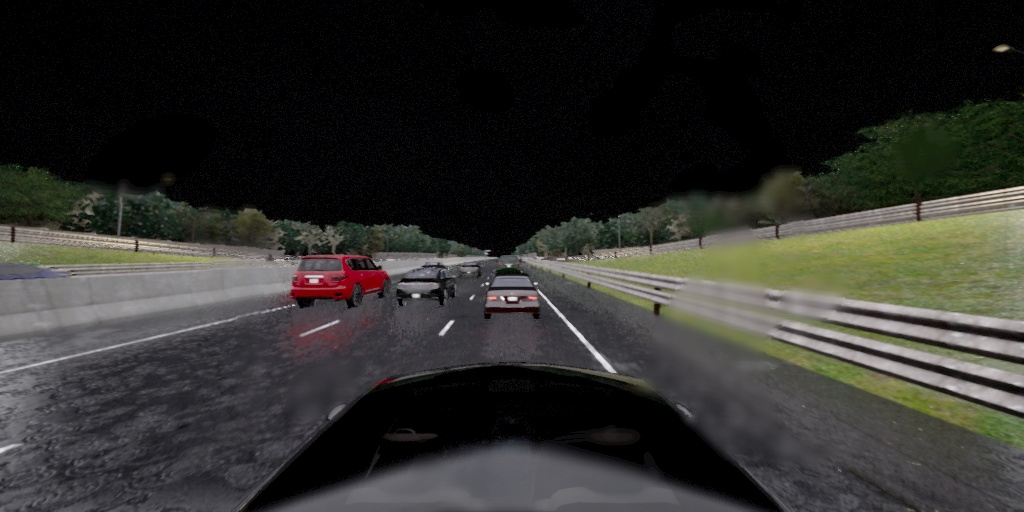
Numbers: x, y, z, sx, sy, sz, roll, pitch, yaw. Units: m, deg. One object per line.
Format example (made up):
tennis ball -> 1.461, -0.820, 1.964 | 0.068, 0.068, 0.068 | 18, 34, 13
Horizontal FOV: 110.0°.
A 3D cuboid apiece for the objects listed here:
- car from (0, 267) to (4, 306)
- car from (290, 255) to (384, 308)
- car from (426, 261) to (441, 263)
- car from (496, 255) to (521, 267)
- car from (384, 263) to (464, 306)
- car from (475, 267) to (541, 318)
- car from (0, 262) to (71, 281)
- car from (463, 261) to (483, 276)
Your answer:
car -> -21.095, 1.204, 11.686 | 2.128, 1.511, 4.902 | 0, 0, -1
car -> -7.048, 0.977, 15.381 | 2.150, 2.045, 5.566 | 0, 0, -1
car -> -7.306, 1.238, 33.860 | 2.128, 1.511, 4.902 | 0, 0, -1
car -> -0.300, 0.965, 33.545 | 2.150, 2.045, 5.566 | 0, 0, -1
car -> -3.553, 1.246, 15.594 | 2.128, 1.511, 4.902 | 0, 0, -1
car -> -0.009, 1.300, 13.018 | 2.033, 1.411, 5.357 | 0, 0, 0
car -> -17.596, 0.941, 11.739 | 1.812, 1.442, 4.674 | 0, 0, -1
car -> -3.805, 1.236, 33.814 | 2.128, 1.511, 4.902 | 0, 0, -1
